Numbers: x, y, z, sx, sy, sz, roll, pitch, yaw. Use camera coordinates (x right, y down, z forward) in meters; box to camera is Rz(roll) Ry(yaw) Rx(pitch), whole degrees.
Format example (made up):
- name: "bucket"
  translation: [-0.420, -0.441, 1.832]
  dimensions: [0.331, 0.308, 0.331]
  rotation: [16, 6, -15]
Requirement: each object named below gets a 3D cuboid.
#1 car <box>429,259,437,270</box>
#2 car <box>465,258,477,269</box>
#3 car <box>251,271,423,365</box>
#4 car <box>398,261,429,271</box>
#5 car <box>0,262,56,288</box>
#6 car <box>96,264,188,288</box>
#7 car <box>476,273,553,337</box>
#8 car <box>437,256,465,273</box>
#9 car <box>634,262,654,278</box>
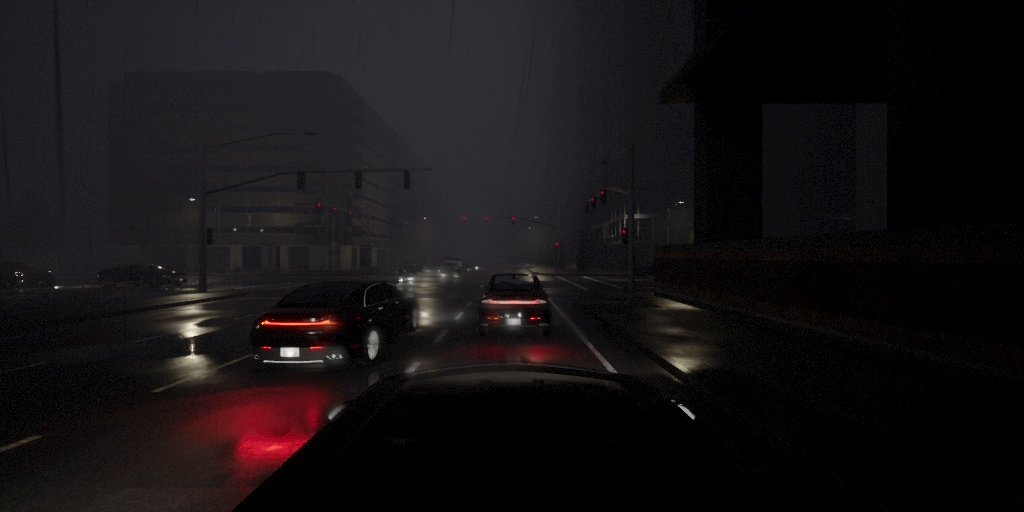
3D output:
- name: "car"
  translation: [-10.975, 1.228, 52.491]
  dimensions: [1.882, 1.535, 5.008]
  rotation: [0, 0, 0]
- name: "car"
  translation: [-7.424, 1.298, 58.326]
  dimensions: [2.033, 1.411, 5.357]
  rotation: [0, 0, 1]
- name: "car"
  translation: [-3.451, 1.255, 8.018]
  dimensions: [1.837, 1.490, 4.892]
  rotation: [0, 0, 0]
- name: "car"
  translation: [-10.893, 1.259, 38.855]
  dimensions: [2.128, 1.511, 4.902]
  rotation: [0, 0, -1]
- name: "car"
  translation: [-33.392, 1.157, 23.716]
  dimensions: [4.553, 1.767, 2.097]
  rotation: [0, 0, 0]
- name: "car"
  translation: [-24.325, 1.297, 23.697]
  dimensions: [4.902, 1.511, 2.128]
  rotation: [0, 0, 0]
- name: "car"
  translation: [0.060, 1.242, 10.337]
  dimensions: [2.128, 1.511, 4.902]
  rotation: [0, 0, 0]
- name: "car"
  translation: [-7.368, 0.971, 43.621]
  dimensions: [2.150, 2.045, 5.566]
  rotation: [0, 0, -3]
- name: "car"
  translation: [13.951, 1.297, 34.326]
  dimensions: [4.902, 1.511, 2.128]
  rotation: [0, 0, 0]
